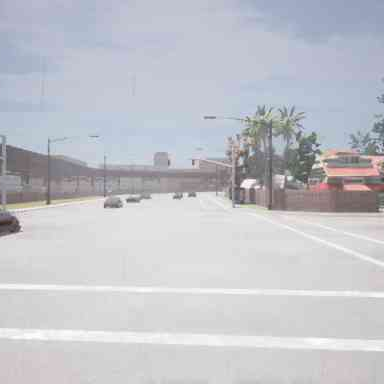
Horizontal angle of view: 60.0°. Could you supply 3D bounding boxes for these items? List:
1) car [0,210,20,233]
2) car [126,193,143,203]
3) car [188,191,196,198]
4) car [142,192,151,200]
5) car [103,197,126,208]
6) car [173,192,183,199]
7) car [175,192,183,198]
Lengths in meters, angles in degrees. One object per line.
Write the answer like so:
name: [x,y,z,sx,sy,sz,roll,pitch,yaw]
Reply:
car: [-10.585,1.563,16.878,1.994,1.385,4.181,0,0,0]
car: [-10.524,1.299,59.181,1.895,1.301,4.718,0,1,0]
car: [0.079,0.519,86.797,2.097,1.767,4.553,0,1,0]
car: [-10.432,0.778,74.151,2.097,1.767,4.553,0,1,0]
car: [-10.558,1.403,44.799,1.812,1.442,4.674,0,1,-1]
car: [-3.430,0.963,76.841,1.895,1.301,4.718,0,1,0]
car: [-3.421,0.709,87.159,1.994,1.385,4.181,0,1,0]
